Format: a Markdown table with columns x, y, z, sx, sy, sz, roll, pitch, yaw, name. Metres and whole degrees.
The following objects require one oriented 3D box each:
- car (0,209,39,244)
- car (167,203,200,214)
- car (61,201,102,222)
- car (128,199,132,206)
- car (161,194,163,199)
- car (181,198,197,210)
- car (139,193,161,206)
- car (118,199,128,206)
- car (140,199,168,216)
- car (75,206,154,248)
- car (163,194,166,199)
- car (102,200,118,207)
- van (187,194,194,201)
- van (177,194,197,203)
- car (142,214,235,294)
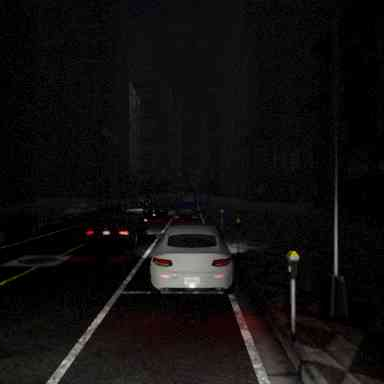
| x | y | z | sx | sy | sz | roll | pitch | yaw | name |
| --- | --- | --- | --- | --- | --- | --- | --- | --- | --- |
| -8.916 | 1.546 | 15.728 | 1.887 | 1.381 | 4.507 | 0 | 0 | 0 | car |
| -0.370 | 1.584 | 21.237 | 1.802 | 1.307 | 4.206 | 0 | 0 | 0 | car |
| -8.918 | 1.528 | 26.609 | 1.752 | 1.417 | 4.829 | 0 | 0 | 0 | car |
| -8.922 | 1.550 | 43.355 | 1.887 | 1.381 | 4.507 | 0 | 0 | 0 | car |
| -8.912 | 1.555 | 81.278 | 1.752 | 1.417 | 4.829 | 0 | 0 | 0 | car |
| -0.367 | 1.550 | 43.337 | 1.887 | 1.381 | 4.507 | 0 | 0 | 0 | car |
| -6.147 | 1.213 | 47.416 | 2.150 | 2.045 | 5.566 | 0 | 0 | 0 | car |
| -8.921 | 1.549 | 37.830 | 1.887 | 1.381 | 4.507 | 0 | 0 | 0 | car |
| -3.143 | 1.604 | 29.837 | 1.895 | 1.301 | 4.718 | 0 | 0 | 0 | car |
| -3.144 | 1.549 | 14.720 | 2.033 | 1.411 | 5.357 | 0 | 0 | 0 | car |
| -8.906 | 1.586 | 92.029 | 1.887 | 1.381 | 4.507 | 0 | 0 | 0 | car |
| -8.919 | 1.548 | 32.304 | 1.887 | 1.381 | 4.507 | 0 | 0 | 0 | car |
| -0.380 | 1.376 | 86.847 | 1.690 | 1.788 | 3.998 | 0 | 0 | 0 | van |
| -0.368 | 1.344 | 32.287 | 1.690 | 1.788 | 3.998 | 0 | 0 | 0 | van |
| 0.003 | 1.526 | 8.650 | 1.812 | 1.442 | 4.674 | 0 | 0 | 0 | car |
